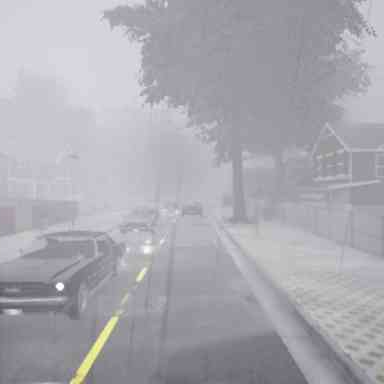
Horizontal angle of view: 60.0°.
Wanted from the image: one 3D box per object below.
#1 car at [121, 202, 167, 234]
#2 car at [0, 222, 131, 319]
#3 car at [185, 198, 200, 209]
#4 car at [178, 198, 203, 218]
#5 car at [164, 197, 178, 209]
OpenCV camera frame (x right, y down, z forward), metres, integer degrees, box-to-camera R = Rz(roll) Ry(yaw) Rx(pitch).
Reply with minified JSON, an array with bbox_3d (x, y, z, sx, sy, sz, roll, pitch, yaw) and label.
[{"bbox_3d":[-2.839,1.552,19.488,2.033,1.411,5.357,0,0,0],"label":"car"},{"bbox_3d":[-2.851,1.609,7.517,1.895,1.301,4.718,0,0,0],"label":"car"},{"bbox_3d":[0.059,1.498,44.647,1.994,1.385,4.181,0,0,0],"label":"car"},{"bbox_3d":[0.017,1.462,30.393,1.882,1.535,5.008,0,0,0],"label":"car"},{"bbox_3d":[-2.745,1.414,45.058,1.882,1.535,5.008,0,0,0],"label":"car"}]
